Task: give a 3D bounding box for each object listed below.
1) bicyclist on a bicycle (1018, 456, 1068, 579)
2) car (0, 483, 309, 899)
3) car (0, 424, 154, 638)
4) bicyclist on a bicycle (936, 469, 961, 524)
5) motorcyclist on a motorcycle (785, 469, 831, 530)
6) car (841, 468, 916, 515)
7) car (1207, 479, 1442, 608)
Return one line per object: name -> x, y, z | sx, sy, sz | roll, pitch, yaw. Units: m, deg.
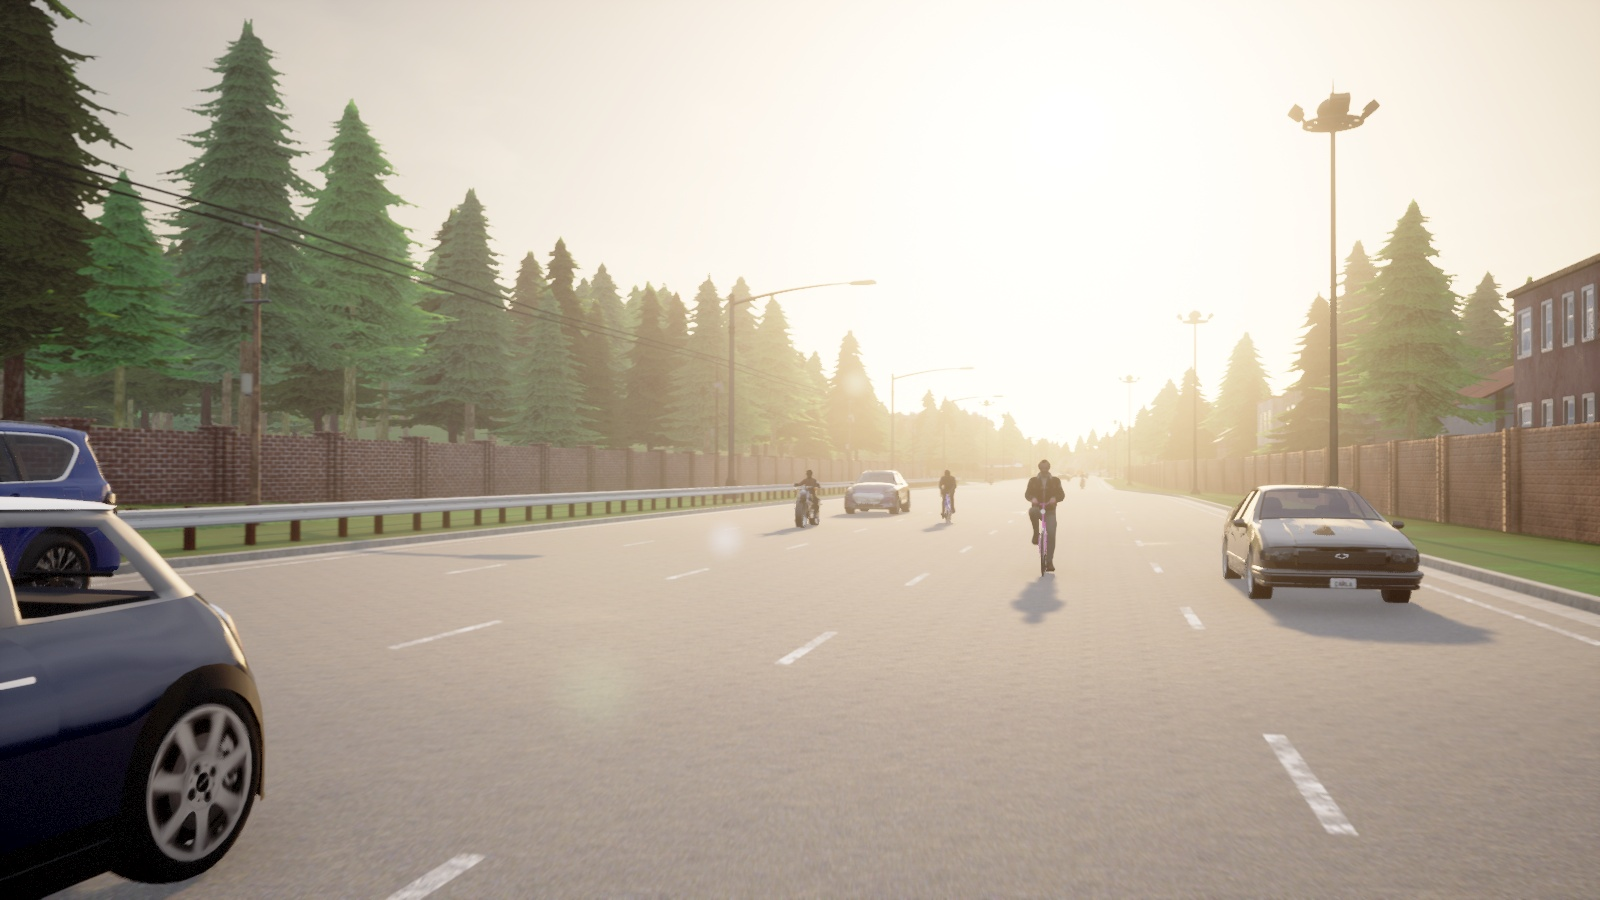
bicyclist on a bicycle -> 3.715, 0.991, 19.101 | 0.659, 1.776, 1.843 | 0, -1, 13
car -> -3.457, 0.855, 3.653 | 1.970, 1.475, 3.806 | 0, -1, 13
car -> -8.836, 0.764, 11.462 | 2.150, 2.045, 5.566 | 0, -1, 13
bicyclist on a bicycle -> 4.497, 1.387, 37.973 | 0.582, 1.620, 1.656 | 0, -1, 13
motorcyclist on a motorcycle -> 0.235, 1.353, 35.088 | 0.766, 1.649, 2.350 | 0, -1, 13
car -> 2.988, 1.521, 46.966 | 2.033, 1.649, 4.856 | 0, -1, 13
car -> 6.802, 1.119, 16.917 | 2.033, 1.411, 5.357 | 0, -1, 13
